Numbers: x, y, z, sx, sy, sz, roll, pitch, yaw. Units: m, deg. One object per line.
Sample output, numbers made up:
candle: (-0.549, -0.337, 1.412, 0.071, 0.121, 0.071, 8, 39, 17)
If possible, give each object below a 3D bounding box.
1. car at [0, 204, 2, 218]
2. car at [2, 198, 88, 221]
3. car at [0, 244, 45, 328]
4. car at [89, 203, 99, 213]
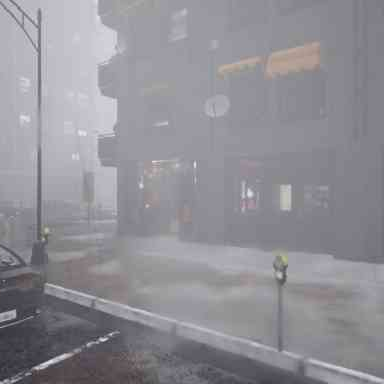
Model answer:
car: (-13.955, 1.350, 26.079, 2.008, 1.369, 4.403, 1, 1, 35)
car: (-11.108, 1.330, 25.596, 2.033, 1.411, 5.357, 0, 1, 39)
car: (-4.433, 1.551, 6.049, 4.403, 1.369, 2.008, 0, 0, 36)
car: (-10.856, 1.250, 30.498, 1.752, 1.417, 4.829, 1, 1, 35)
